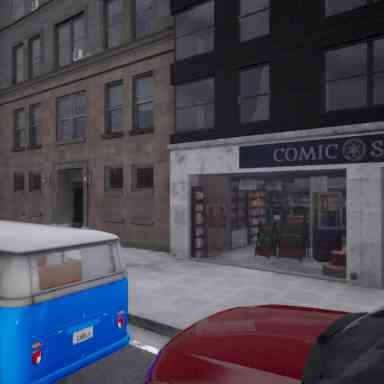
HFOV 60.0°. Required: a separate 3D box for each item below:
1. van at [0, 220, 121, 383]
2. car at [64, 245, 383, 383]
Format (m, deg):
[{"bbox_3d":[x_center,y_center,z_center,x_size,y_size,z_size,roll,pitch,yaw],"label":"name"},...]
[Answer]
[{"bbox_3d":[-2.704,1.341,4.743,3.998,1.788,1.690,0,0,36],"label":"van"},{"bbox_3d":[1.917,1.315,1.442,5.009,1.841,2.192,0,0,36],"label":"car"}]
